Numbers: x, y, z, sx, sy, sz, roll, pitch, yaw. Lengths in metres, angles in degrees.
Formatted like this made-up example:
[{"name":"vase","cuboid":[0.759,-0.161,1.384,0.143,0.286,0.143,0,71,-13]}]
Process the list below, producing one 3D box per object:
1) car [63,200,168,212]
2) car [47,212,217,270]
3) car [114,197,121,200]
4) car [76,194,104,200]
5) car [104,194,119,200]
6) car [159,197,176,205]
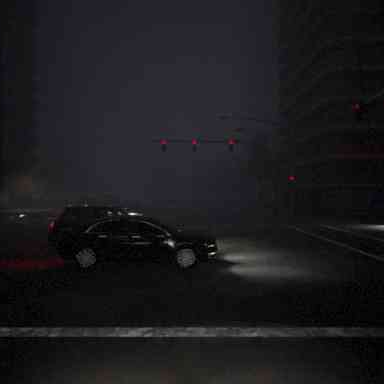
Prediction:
[{"name":"car","cuboid":[-3.476,1.352,13.955,4.553,1.767,2.097,0,0,0]},{"name":"car","cuboid":[-1.652,1.504,10.464,4.892,1.490,1.837,0,0,0]},{"name":"car","cuboid":[-7.032,1.564,37.480,1.994,1.385,4.181,0,0,1]},{"name":"car","cuboid":[-10.563,1.352,32.528,2.097,1.767,4.553,0,0,0]},{"name":"car","cuboid":[-10.542,1.221,42.118,2.150,2.045,5.566,0,0,0]},{"name":"car","cuboid":[-4.583,1.587,58.871,1.895,1.301,4.718,0,0,-27]}]
